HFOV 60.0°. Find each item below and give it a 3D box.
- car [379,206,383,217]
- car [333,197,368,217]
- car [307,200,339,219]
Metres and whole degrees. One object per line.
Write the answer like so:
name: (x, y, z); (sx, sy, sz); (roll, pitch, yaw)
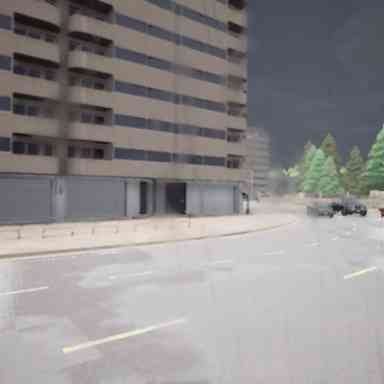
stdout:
car: (19.820, 1.803, 32.298); (1.882, 1.535, 5.008); (1, -1, 11)
car: (16.679, 1.540, 35.560); (2.150, 2.045, 5.566); (1, 0, 5)
car: (12.706, 1.780, 33.031); (1.837, 1.490, 4.892); (1, 0, 10)
